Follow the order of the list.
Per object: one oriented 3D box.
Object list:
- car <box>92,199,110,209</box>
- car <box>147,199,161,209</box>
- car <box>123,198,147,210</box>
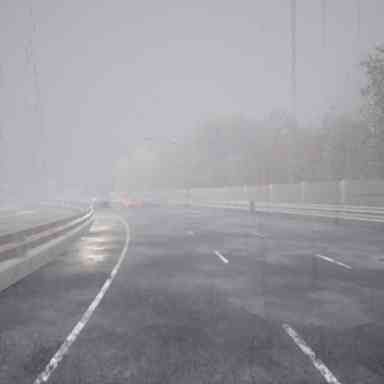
[{"bbox_3d":[-14.430,1.883,52.747,1.837,1.490,4.892,1,-1,-30],"label":"car"},{"bbox_3d":[-6.545,1.821,52.953,2.128,1.511,4.902,0,0,-28],"label":"car"},{"bbox_3d":[-8.804,1.678,49.719,2.097,1.767,4.553,0,0,-27],"label":"car"}]
